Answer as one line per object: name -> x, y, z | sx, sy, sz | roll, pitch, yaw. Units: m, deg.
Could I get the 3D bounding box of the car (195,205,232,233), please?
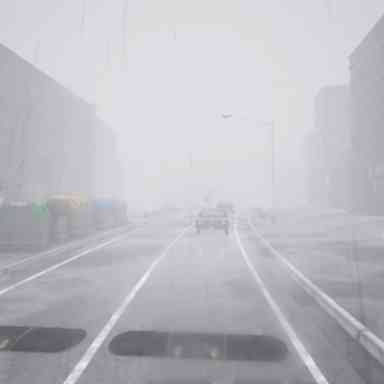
car -> 1.312, 1.699, 20.302 | 1.895, 1.301, 4.718 | 0, 0, 6

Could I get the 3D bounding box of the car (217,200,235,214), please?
car -> 3.888, 1.686, 38.574 | 1.882, 1.535, 5.008 | 0, -1, 9
